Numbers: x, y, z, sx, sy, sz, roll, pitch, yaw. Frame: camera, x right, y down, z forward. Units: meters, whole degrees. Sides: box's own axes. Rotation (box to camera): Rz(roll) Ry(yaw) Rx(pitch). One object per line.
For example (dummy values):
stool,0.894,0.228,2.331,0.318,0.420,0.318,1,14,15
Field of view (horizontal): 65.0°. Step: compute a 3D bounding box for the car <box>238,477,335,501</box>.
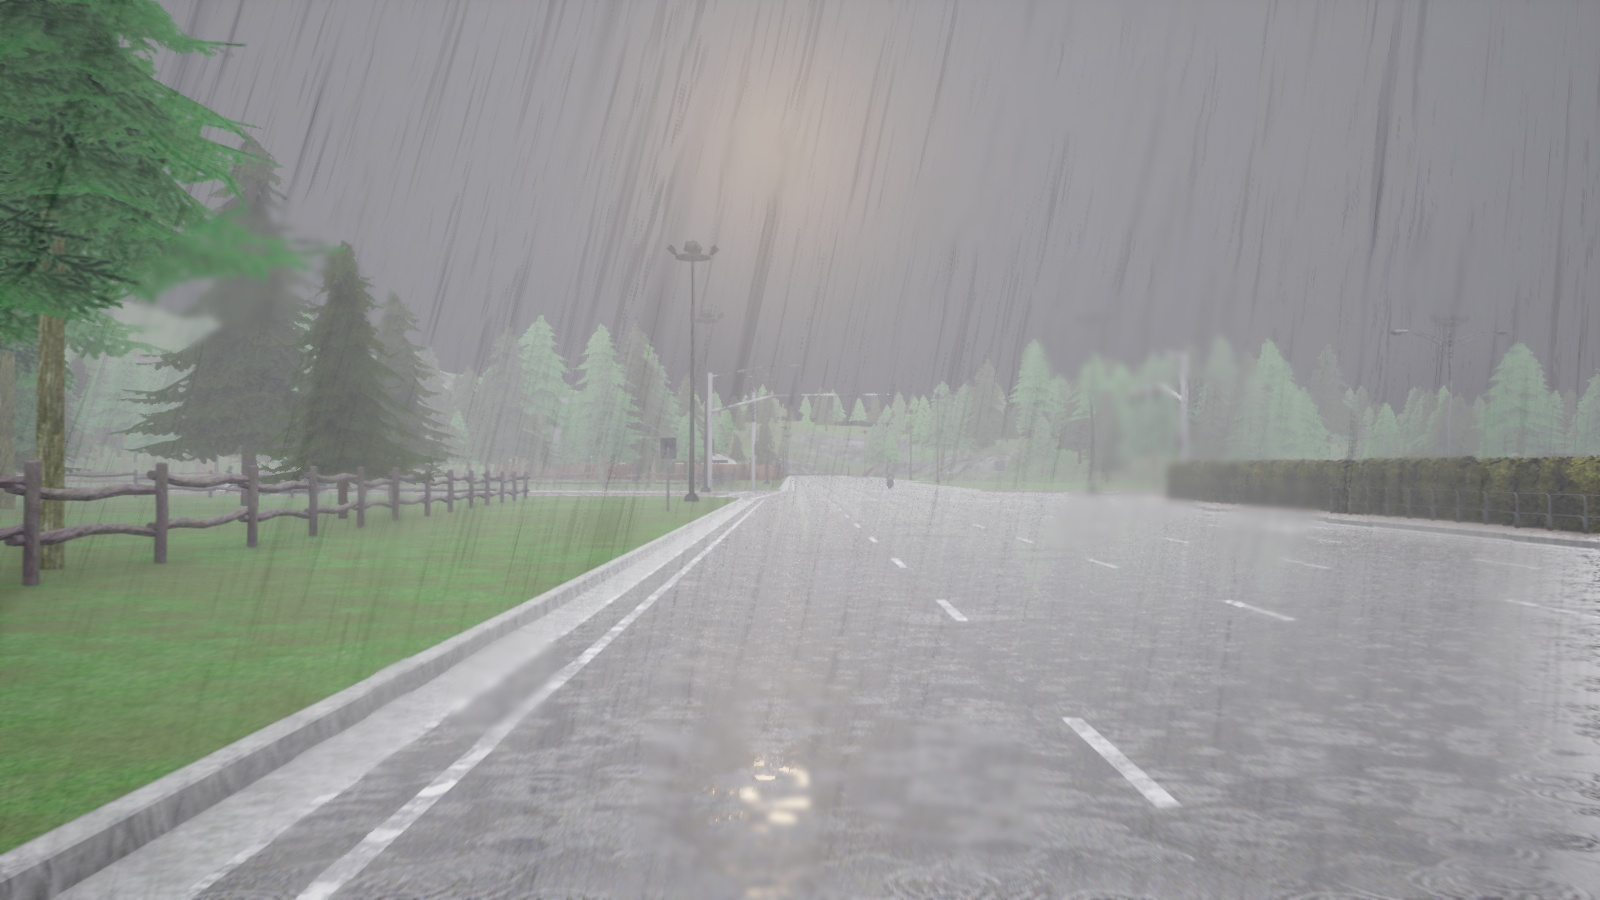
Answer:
car,-28.942,2.218,70.910,4.718,1.301,1.895,0,-1,-1
